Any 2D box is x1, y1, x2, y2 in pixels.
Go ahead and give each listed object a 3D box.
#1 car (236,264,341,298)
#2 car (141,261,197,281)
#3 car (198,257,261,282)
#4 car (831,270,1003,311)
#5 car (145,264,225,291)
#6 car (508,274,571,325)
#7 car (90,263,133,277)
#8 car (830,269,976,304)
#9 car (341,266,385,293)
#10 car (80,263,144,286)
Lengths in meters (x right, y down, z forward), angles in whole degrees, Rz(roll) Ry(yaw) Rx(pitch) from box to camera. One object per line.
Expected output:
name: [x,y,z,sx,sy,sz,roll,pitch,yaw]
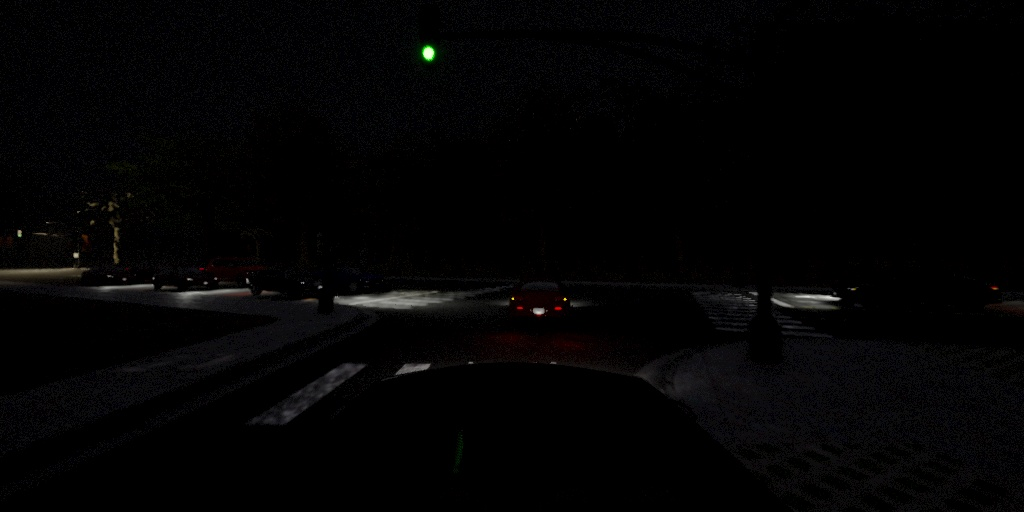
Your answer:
car: [-11.896,1.331,19.083,4.902,1.511,2.128,0,-1,23]
car: [-29.273,1.411,30.139,5.008,1.535,1.882,0,-1,23]
car: [-19.627,1.121,25.959,5.566,2.045,2.150,0,-1,23]
car: [15.907,1.316,14.376,4.674,1.442,1.812,0,-1,23]
car: [-20.977,1.398,23.002,4.674,1.442,1.812,0,-1,24]
car: [0.933,1.327,11.946,1.812,1.442,4.674,0,0,5]
car: [-45.580,1.570,40.811,4.181,1.385,1.994,0,-1,23]
car: [18.139,1.377,16.954,4.181,1.385,1.994,0,-1,23]
car: [-10.055,1.343,21.824,5.008,1.535,1.882,0,-1,25]
car: [-30.439,1.431,27.104,4.674,1.442,1.812,0,-1,23]
